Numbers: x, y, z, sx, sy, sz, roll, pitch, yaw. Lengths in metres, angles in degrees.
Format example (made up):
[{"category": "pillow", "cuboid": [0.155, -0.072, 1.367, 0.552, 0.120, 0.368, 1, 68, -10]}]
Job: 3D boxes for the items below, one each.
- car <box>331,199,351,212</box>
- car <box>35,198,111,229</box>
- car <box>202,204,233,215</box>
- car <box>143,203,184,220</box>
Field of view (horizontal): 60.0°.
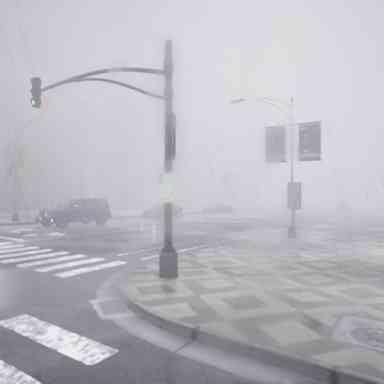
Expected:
[{"category": "car", "cuboid": [24.580, 2.388, 54.078, 2.128, 1.511, 4.902, 0, -1, 35]}, {"category": "car", "cuboid": [-8.512, 1.473, 24.466, 2.150, 2.045, 5.566, 0, -1, 35]}, {"category": "car", "cuboid": [3.190, 2.147, 41.014, 1.895, 1.301, 4.718, 0, -1, 35]}, {"category": "car", "cuboid": [-2.738, 1.901, 32.633, 1.837, 1.490, 4.892, 0, -1, 36]}]
